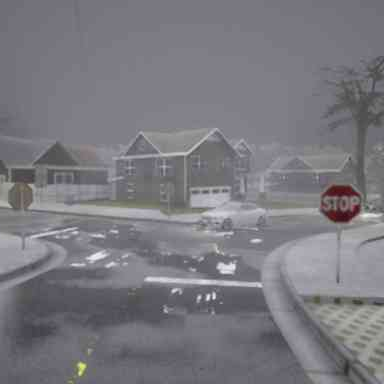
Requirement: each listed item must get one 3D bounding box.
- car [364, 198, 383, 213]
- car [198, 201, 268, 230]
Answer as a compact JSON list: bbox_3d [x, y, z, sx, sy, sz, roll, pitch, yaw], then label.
[{"bbox_3d":[19.946,1.359,35.381,4.902,1.511,2.128,0,2,-43],"label":"car"},{"bbox_3d":[2.479,1.278,18.969,4.674,1.442,1.812,0,2,-40],"label":"car"}]
